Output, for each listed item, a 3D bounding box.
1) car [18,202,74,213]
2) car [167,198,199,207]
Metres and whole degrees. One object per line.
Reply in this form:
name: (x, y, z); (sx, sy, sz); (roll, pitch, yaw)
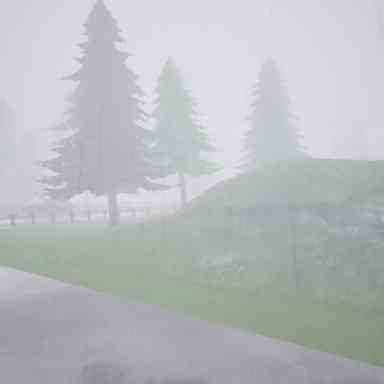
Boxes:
car: (-13.729, 1.386, 31.554); (2.128, 1.511, 4.902); (0, 0, 44)
car: (-1.126, 1.476, 42.487); (4.181, 1.385, 1.994); (0, 0, -35)
